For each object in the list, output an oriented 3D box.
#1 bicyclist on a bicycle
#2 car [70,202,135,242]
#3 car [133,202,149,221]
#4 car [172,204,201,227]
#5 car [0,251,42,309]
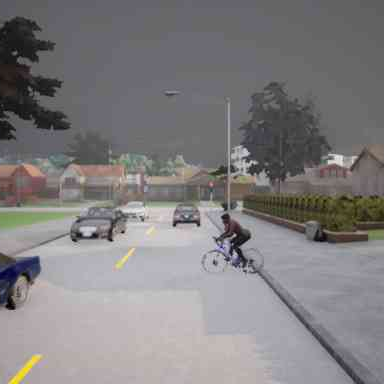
[{"bbox_3d":[1.085,1.405,8.887,1.656,1.620,0.582,-2,0,-1],"label":"bicyclist on a bicycle"},{"bbox_3d":[-4.410,1.486,16.320,2.128,1.511,4.902,0,0,-1],"label":"car"},{"bbox_3d":[-4.548,1.517,26.772,1.812,1.442,4.674,0,0,-1],"label":"car"},{"bbox_3d":[-0.366,1.540,22.790,2.033,1.411,5.357,0,0,-1],"label":"car"},{"bbox_3d":[-4.189,1.599,5.071,1.895,1.301,4.718,0,0,-1],"label":"car"}]
